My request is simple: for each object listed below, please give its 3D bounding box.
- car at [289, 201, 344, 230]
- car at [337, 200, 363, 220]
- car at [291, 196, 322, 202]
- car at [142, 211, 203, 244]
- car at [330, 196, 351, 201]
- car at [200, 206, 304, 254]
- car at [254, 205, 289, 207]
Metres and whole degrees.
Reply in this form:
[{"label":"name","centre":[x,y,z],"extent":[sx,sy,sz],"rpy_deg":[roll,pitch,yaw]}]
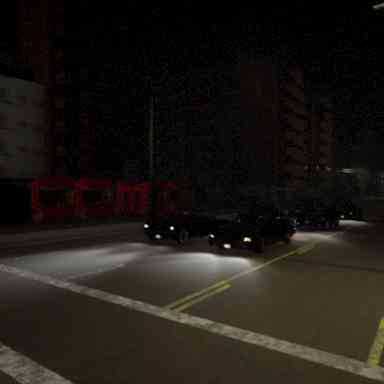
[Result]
[{"label":"car","centre":[8.323,1.558,21.918],"extent":[1.882,1.535,5.008],"rpy_deg":[0,0,35]},{"label":"car","centre":[14.300,1.738,30.422],"extent":[2.033,1.411,5.357],"rpy_deg":[0,0,35]},{"label":"car","centre":[10.857,1.385,31.606],"extent":[2.150,2.045,5.566],"rpy_deg":[0,0,35]},{"label":"car","centre":[-0.192,1.585,15.890],"extent":[1.895,1.301,4.718],"rpy_deg":[0,0,35]},{"label":"car","centre":[19.626,1.606,43.931],"extent":[2.150,2.045,5.566],"rpy_deg":[0,0,35]},{"label":"car","centre":[2.762,1.552,14.012],"extent":[2.033,1.411,5.357],"rpy_deg":[0,0,35]},{"label":"car","centre":[4.875,1.618,23.104],"extent":[1.994,1.385,4.181],"rpy_deg":[0,0,35]}]
